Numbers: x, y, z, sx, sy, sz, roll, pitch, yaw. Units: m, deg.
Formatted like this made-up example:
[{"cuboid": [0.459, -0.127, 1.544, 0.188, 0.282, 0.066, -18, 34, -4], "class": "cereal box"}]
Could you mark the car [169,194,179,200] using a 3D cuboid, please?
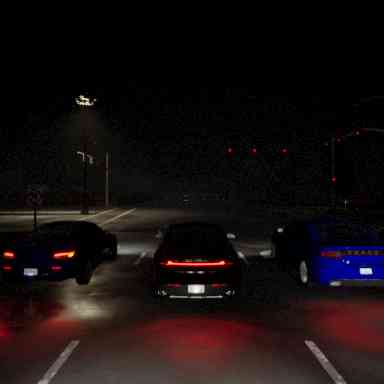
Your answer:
[{"cuboid": [-5.207, 1.344, 93.074, 2.097, 1.767, 4.553, 0, 0, 0], "class": "car"}]

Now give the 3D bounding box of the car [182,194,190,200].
[{"cuboid": [-1.709, 1.541, 92.706, 1.994, 1.385, 4.181, 0, 0, 0], "class": "car"}]

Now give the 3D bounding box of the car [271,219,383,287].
[{"cuboid": [3.589, 1.477, 9.307, 1.882, 1.535, 5.008, 0, 0, 0], "class": "car"}]

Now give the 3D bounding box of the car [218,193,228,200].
[{"cuboid": [8.788, 1.212, 91.860, 2.150, 2.045, 5.566, 0, 0, 0], "class": "car"}]

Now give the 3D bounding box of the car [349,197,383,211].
[{"cuboid": [21.363, 1.598, 38.643, 4.718, 1.301, 1.895, 0, 0, -1], "class": "car"}]

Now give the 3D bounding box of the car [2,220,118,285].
[{"cuboid": [-3.414, 1.525, 9.353, 1.812, 1.442, 4.674, 0, 0, 0], "class": "car"}]

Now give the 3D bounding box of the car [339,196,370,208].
[{"cuboid": [22.663, 1.349, 45.655, 4.553, 1.767, 2.097, 0, 0, -1], "class": "car"}]

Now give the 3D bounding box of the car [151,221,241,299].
[{"cuboid": [0.087, 1.504, 8.430, 1.837, 1.490, 4.892, 0, 0, 0], "class": "car"}]

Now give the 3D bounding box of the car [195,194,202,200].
[{"cuboid": [1.789, 1.466, 92.275, 1.882, 1.535, 5.008, 0, 0, 0], "class": "car"}]

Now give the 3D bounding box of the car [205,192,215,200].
[{"cuboid": [5.289, 1.466, 92.261, 1.882, 1.535, 5.008, 0, 0, 0], "class": "car"}]
